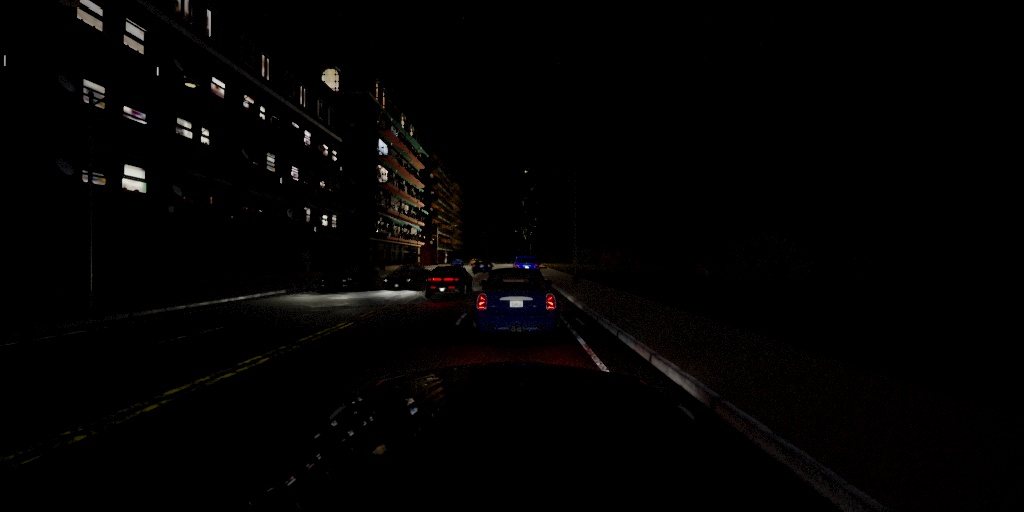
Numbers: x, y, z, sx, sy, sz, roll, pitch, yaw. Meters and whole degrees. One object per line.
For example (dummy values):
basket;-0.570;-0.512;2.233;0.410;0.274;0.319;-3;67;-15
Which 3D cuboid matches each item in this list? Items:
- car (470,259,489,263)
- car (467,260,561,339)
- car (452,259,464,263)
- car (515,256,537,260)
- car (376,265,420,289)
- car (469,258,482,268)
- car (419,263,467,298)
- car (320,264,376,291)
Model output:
car;-3.133;1.107;39.131;2.097;1.767;4.553;0;0;0
car;0.102;1.104;10.224;2.097;1.767;4.553;0;0;0
car;-9.776;1.281;64.608;1.812;1.442;4.674;0;0;0
car;1.149;0.980;30.177;2.150;2.045;5.566;0;0;0
car;-6.594;1.302;23.131;2.033;1.411;5.357;0;0;0
car;-6.524;1.233;64.918;1.882;1.535;5.008;0;0;1
car;-3.144;1.257;18.581;1.837;1.490;4.892;0;0;0
car;-9.843;1.232;22.084;1.882;1.535;5.008;0;0;0
